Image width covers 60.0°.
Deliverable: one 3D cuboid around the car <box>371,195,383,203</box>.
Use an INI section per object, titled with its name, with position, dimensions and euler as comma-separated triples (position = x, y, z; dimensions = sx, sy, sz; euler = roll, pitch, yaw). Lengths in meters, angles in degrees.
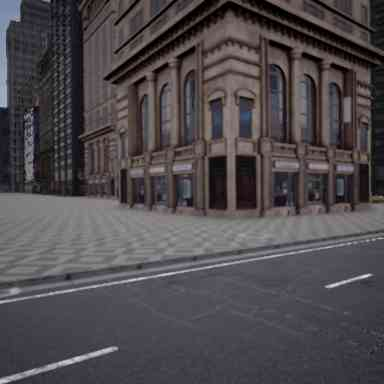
[car]
position = 33.017, 1.296, 57.813
dimensions = 1.752, 1.417, 4.829
euler = 0, 1, -36
